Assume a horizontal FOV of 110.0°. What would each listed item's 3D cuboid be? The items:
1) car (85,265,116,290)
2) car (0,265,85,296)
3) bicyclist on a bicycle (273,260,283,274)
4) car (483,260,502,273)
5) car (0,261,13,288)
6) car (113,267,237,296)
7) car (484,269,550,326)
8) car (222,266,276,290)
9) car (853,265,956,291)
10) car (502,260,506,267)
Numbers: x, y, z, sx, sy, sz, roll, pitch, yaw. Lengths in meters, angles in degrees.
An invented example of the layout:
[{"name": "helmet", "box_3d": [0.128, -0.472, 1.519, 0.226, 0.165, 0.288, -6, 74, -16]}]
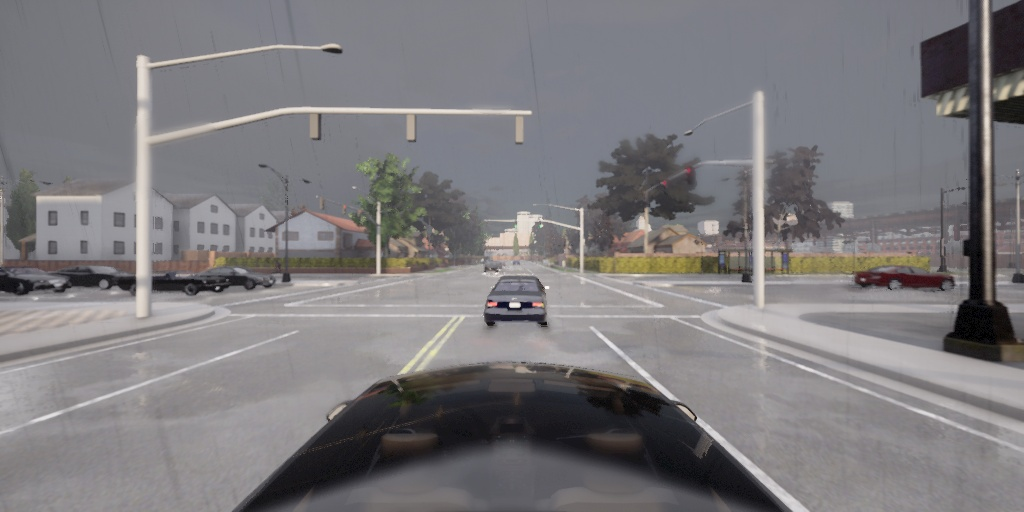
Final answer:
[{"name": "car", "box_3d": [-26.750, 1.327, 23.050, 5.008, 1.535, 1.882, 0, 0, 1]}, {"name": "car", "box_3d": [-27.108, 1.325, 19.558, 4.902, 1.511, 2.128, 0, 0, 1]}, {"name": "bicyclist on a bicycle", "box_3d": [-26.490, 1.233, 40.531, 0.582, 1.620, 1.656, 0, 0, 1]}, {"name": "car", "box_3d": [-2.799, 1.479, 49.067, 1.837, 1.490, 4.892, 0, 0, 0]}, {"name": "car", "box_3d": [-36.035, 1.202, 23.208, 4.553, 1.767, 2.097, 0, 0, 1]}, {"name": "car", "box_3d": [-18.076, 1.434, 19.392, 4.718, 1.301, 1.895, 0, 0, 1]}, {"name": "car", "box_3d": [0.261, 1.346, 11.919, 2.033, 1.411, 5.357, 0, 0, 4]}, {"name": "car", "box_3d": [-17.688, 1.375, 22.919, 4.674, 1.442, 1.812, 0, 0, 1]}, {"name": "car", "box_3d": [24.221, 1.325, 22.207, 5.008, 1.535, 1.882, 0, 0, 1]}, {"name": "car", "box_3d": [-2.655, 1.582, 62.035, 2.033, 1.411, 5.357, 0, 0, 0]}]
